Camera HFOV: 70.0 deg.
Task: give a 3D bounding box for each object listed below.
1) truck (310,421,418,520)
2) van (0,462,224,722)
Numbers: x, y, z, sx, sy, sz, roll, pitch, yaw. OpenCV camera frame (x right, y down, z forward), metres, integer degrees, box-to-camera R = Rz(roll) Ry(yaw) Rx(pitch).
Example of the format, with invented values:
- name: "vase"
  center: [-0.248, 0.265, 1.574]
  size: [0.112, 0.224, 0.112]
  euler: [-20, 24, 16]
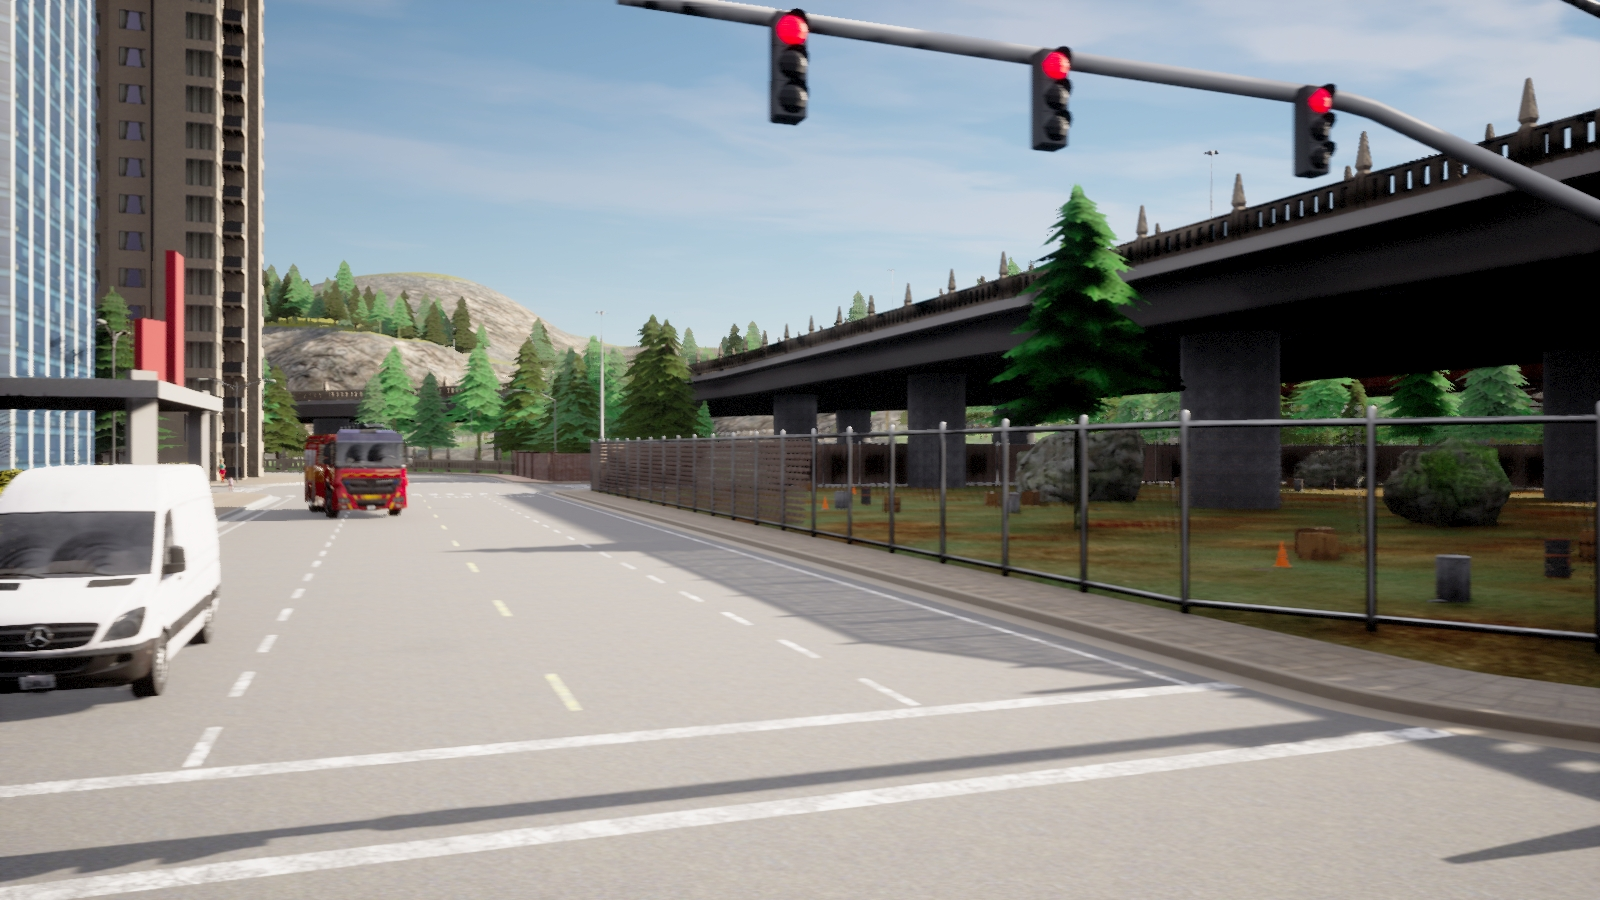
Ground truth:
- name: "truck"
  center: [-18.717, 0.802, 48.647]
  size: [2.891, 3.827, 8.468]
  euler: [0, 0, -31]
- name: "van"
  center: [-8.779, 1.467, 14.428]
  size: [1.988, 2.561, 5.915]
  euler: [0, 0, -20]
